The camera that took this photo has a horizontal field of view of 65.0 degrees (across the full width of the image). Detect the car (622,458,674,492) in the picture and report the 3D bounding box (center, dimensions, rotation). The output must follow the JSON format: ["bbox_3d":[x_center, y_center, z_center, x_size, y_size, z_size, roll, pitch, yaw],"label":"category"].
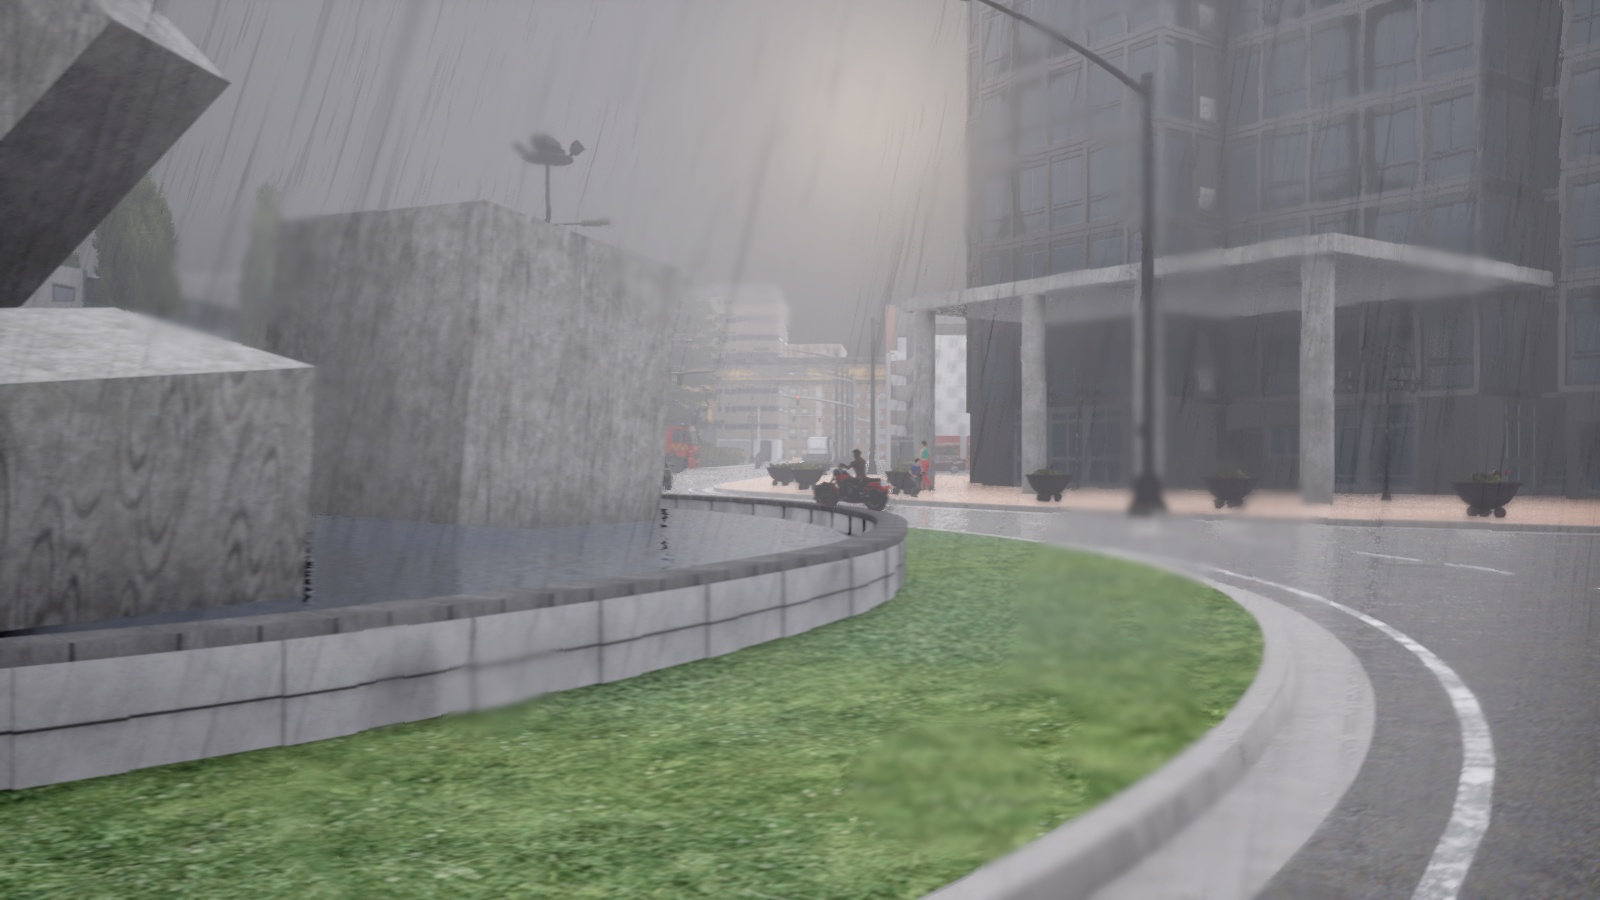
[{"bbox_3d":[-6.134,0.982,51.171,1.895,1.301,4.718,0,0,-5],"label":"car"}]

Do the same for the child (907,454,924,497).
[{"bbox_3d":[3.454,0.764,37.599,0.270,1.263,0.437,0,0,-39],"label":"child"}]

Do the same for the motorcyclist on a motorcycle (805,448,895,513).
[{"bbox_3d":[1.285,0.772,32.823,2.350,1.649,0.766,0,0,40],"label":"motorcyclist on a motorcycle"}]

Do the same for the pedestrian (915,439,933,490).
[{"bbox_3d":[4.517,0.520,45.724,0.345,1.836,0.594,0,0,-45],"label":"pedestrian"}]

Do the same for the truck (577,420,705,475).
[{"bbox_3d":[-11.129,-0.179,88.375,8.468,3.827,2.891,0,0,5],"label":"truck"}]
